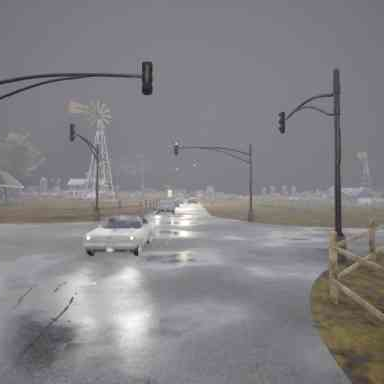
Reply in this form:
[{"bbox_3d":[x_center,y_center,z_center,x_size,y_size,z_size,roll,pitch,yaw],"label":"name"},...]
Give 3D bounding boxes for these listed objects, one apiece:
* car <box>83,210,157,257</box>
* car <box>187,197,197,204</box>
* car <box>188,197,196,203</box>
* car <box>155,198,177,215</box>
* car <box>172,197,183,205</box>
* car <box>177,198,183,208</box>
[{"bbox_3d":[-2.715,1.598,13.178,1.895,1.301,4.718,0,0,0],"label":"car"},{"bbox_3d":[0.062,1.788,69.141,1.812,1.442,4.674,0,0,0],"label":"car"},{"bbox_3d":[-0.035,1.859,79.154,1.812,1.442,4.674,0,0,0],"label":"car"},{"bbox_3d":[-2.758,1.582,35.364,1.837,1.490,4.892,0,0,-3],"label":"car"},{"bbox_3d":[-2.812,1.809,66.541,1.994,1.385,4.181,0,0,1],"label":"car"},{"bbox_3d":[-2.866,1.701,51.497,2.033,1.411,5.357,0,0,0],"label":"car"}]
